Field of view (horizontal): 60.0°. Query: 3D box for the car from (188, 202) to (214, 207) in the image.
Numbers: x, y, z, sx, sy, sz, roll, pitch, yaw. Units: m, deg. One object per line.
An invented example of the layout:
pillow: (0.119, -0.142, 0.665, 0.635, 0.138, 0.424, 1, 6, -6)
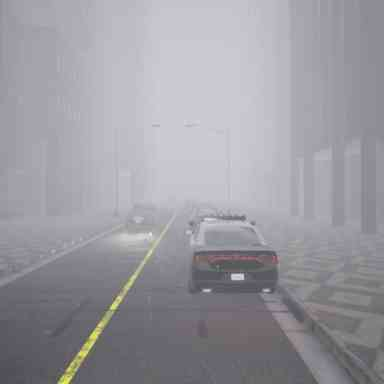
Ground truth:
car: (0.826, 1.521, 18.855, 1.812, 1.442, 4.674, 0, 0, 0)

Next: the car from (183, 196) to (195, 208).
car: (-0.160, 1.505, 46.165, 1.812, 1.442, 4.674, 0, 0, 0)

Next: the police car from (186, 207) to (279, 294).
police car: (0.865, 1.425, 8.964, 1.930, 1.638, 5.238, 0, 0, 0)

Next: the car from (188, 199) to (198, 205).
car: (0.801, 1.496, 24.856, 1.837, 1.490, 4.892, 0, 0, 0)

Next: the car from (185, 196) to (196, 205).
car: (-0.242, 1.451, 60.445, 1.882, 1.535, 5.008, 0, 0, 0)

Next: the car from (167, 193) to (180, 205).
car: (-3.236, 1.479, 58.896, 1.837, 1.490, 4.892, 0, 0, 0)

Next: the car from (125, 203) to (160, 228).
car: (-3.187, 1.484, 22.069, 2.128, 1.511, 4.902, 0, 0, 0)
